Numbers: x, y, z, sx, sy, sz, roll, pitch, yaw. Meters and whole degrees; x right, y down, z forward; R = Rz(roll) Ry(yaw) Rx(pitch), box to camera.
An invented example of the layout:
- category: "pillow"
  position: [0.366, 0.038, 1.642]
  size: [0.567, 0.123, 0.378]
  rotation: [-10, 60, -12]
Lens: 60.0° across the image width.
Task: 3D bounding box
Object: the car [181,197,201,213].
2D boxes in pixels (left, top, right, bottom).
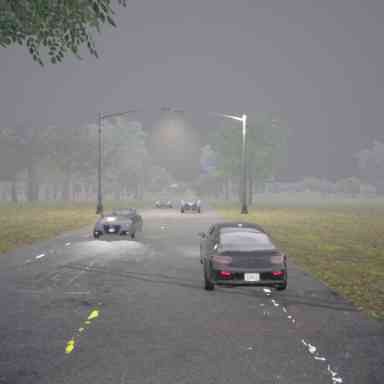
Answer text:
- category: "car"
  position: [-0.125, 1.377, 37.363]
  size: [2.097, 1.767, 4.553]
  rotation: [0, 0, 0]

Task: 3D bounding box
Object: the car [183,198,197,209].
- category: "car"
  position: [-0.241, 1.606, 47.029]
  size: [1.994, 1.385, 4.181]
  rotation: [0, 0, 1]

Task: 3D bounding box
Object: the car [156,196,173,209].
- category: "car"
  position: [-3.740, 1.390, 45.406]
  size: [2.097, 1.767, 4.553]
  rotation: [0, 0, 0]

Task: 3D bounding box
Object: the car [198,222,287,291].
- category: "car"
  position: [1.178, 1.524, 8.901]
  size: [1.812, 1.442, 4.674]
  rotation: [0, 0, 0]

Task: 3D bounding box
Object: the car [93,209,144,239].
- category: "car"
  position: [-3.691, 1.564, 17.274]
  size: [1.994, 1.385, 4.181]
  rotation: [0, 0, 0]
